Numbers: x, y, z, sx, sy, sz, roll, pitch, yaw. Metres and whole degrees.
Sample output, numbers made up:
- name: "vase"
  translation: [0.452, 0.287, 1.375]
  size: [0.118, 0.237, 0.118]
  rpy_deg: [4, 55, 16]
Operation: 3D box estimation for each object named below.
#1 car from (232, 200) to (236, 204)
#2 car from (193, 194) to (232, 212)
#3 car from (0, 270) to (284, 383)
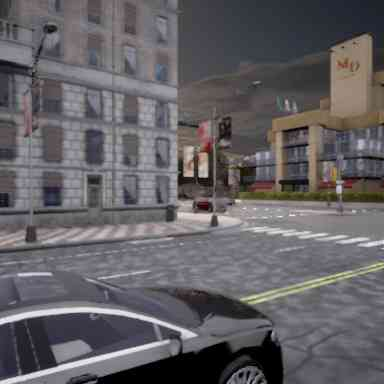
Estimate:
- name: "car"
  translation: [4.872, 1.546, 54.658]
  size: [2.033, 1.411, 5.357]
  rpy_deg: [0, 0, -36]
- name: "car"
  translation: [2.058, 1.351, 38.654]
  size: [2.097, 1.767, 4.553]
  rpy_deg: [0, 0, -36]
- name: "car"
  translation: [-1.259, 1.492, 2.881]
  size: [4.902, 1.511, 2.128]
  rpy_deg: [0, 0, -35]
